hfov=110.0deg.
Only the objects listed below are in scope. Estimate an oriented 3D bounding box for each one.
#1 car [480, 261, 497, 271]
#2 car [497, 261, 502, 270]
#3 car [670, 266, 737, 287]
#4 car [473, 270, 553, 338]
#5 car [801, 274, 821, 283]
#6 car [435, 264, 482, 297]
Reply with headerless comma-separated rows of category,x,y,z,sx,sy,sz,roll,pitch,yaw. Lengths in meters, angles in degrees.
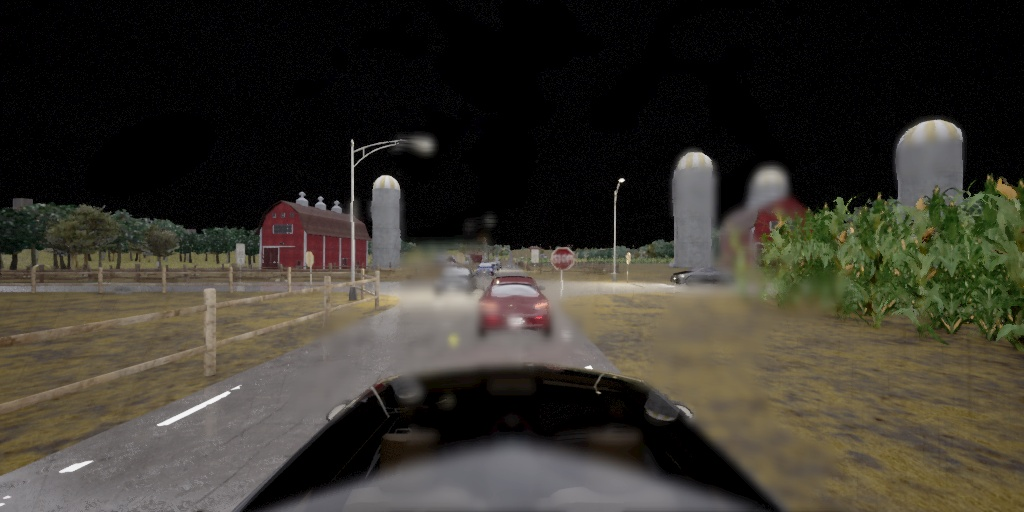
car,-2.913,1.434,39.924,1.812,1.442,4.674,0,0,0
car,-2.923,1.558,52.367,1.994,1.385,4.181,0,-1,0
car,13.655,1.444,25.677,4.181,1.385,1.994,0,1,0
car,0.037,1.283,10.146,1.812,1.442,4.674,0,0,-2
car,23.812,1.528,25.661,5.357,1.411,2.033,1,1,0
car,-2.876,1.336,19.431,1.812,1.442,4.674,0,-1,0
